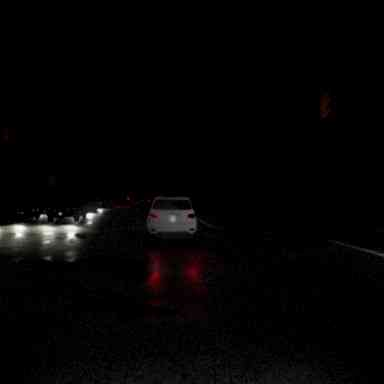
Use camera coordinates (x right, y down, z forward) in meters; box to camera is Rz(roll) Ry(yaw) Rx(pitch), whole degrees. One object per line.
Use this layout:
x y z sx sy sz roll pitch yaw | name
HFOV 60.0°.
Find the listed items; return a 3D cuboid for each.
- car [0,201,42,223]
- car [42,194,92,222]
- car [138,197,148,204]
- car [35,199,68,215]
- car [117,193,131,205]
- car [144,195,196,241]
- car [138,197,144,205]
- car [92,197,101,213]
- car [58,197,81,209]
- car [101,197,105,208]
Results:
-13.134 1.435 25.551 1.882 1.535 5.008 0 0 -9 | car
-9.707 1.171 26.286 2.150 2.045 5.566 0 0 -8 | car
-9.838 1.587 66.378 1.895 1.301 4.718 0 0 -10 | car
-14.749 1.486 35.246 2.033 1.411 5.357 0 0 -10 | car
-11.381 1.165 55.512 2.150 2.045 5.566 0 0 -11 | car
-1.094 1.181 16.512 2.150 2.045 5.566 0 0 -6 | car
-7.935 1.483 56.126 2.033 1.411 5.357 0 0 -11 | car
-11.259 1.495 35.574 1.994 1.385 4.181 0 0 -10 | car
-16.619 1.487 45.452 2.033 1.411 5.357 0 0 -11 | car
-13.143 1.409 45.902 1.882 1.535 5.008 0 0 -11 | car
